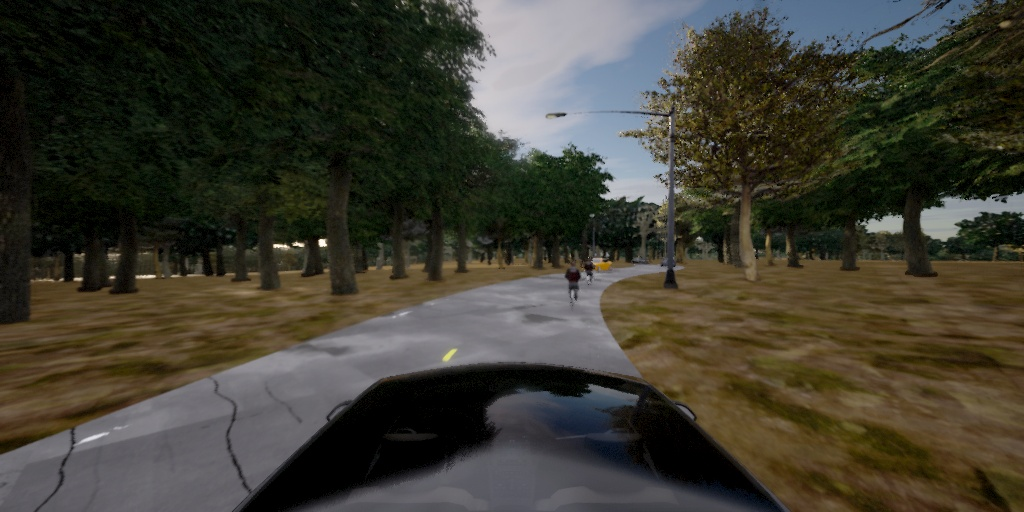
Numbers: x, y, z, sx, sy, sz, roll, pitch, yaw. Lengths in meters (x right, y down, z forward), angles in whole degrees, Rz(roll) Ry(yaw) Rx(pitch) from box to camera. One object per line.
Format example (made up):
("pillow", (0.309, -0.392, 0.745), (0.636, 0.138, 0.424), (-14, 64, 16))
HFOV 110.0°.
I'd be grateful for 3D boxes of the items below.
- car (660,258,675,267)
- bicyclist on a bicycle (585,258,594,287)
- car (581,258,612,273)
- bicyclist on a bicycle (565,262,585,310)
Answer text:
("car", (23.675, 0.970, 54.450), (1.994, 1.385, 4.181), (1, 1, 25))
("bicyclist on a bicycle", (4.703, 1.021, 21.784), (0.659, 1.776, 1.843), (1, 1, 20))
("car", (9.148, 0.962, 38.506), (1.882, 1.535, 5.008), (1, 1, 36))
("bicyclist on a bicycle", (2.311, 1.090, 13.492), (0.659, 1.776, 1.843), (1, 1, 12))
